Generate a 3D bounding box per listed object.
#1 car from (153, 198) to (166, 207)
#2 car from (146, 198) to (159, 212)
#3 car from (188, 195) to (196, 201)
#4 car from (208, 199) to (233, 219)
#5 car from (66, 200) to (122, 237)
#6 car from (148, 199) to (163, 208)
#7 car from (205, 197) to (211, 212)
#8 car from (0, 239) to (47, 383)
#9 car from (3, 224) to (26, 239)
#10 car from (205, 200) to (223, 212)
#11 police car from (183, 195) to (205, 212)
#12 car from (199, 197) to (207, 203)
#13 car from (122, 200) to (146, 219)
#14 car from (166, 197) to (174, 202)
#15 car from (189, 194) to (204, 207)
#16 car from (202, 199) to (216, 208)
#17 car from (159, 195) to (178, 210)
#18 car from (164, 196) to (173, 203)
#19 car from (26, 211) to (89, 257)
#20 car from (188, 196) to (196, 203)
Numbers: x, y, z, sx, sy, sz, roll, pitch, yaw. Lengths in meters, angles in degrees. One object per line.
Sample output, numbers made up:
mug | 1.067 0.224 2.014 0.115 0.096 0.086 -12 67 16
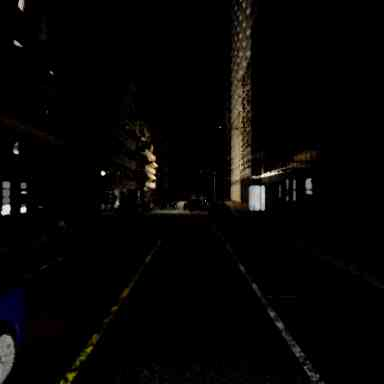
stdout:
car | -5.690 1.741 58.037 1.752 1.417 4.829 0 0 0
car | -5.690 1.700 41.260 2.008 1.369 4.403 0 0 0
car | 0.002 1.596 92.504 2.097 1.767 4.553 0 0 0
car | 2.691 1.634 30.134 1.752 1.417 4.829 0 0 0
car | -5.691 1.382 18.667 2.192 1.841 5.009 0 0 0
car | -5.690 1.759 52.557 1.947 1.339 4.313 0 0 0
car | 2.691 1.569 35.612 1.967 1.590 4.097 0 0 0
car | -3.099 1.486 2.350 1.882 1.535 5.008 0 0 0
car | -5.690 1.608 7.369 1.802 1.307 4.206 0 0 0
car | 2.691 1.700 41.261 2.008 1.369 4.403 0 0 0
police car | 0.249 1.573 40.759 1.930 1.638 5.238 0 0 -18
car | 2.691 1.858 80.800 1.887 1.381 4.507 0 0 0
car | -5.690 1.548 29.965 1.967 1.590 4.097 0 0 0
car | -5.689 1.920 86.448 1.802 1.307 4.206 0 0 0
car | 0.673 1.434 56.798 2.150 2.045 5.566 0 0 -4
car | 2.691 1.760 52.558 1.947 1.339 4.313 0 0 0
car | -3.090 1.387 45.436 2.150 2.045 5.566 0 0 0
car | -5.689 1.753 80.800 1.967 1.590 4.097 0 0 0
car | -5.690 1.628 13.018 1.802 1.307 4.206 0 0 0
car | 0.002 1.651 75.491 1.837 1.490 4.892 0 0 0
